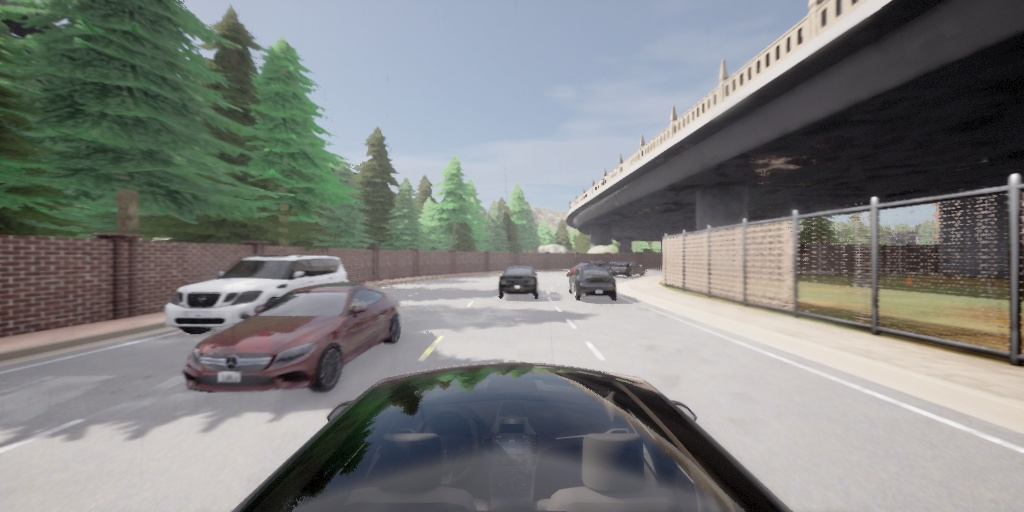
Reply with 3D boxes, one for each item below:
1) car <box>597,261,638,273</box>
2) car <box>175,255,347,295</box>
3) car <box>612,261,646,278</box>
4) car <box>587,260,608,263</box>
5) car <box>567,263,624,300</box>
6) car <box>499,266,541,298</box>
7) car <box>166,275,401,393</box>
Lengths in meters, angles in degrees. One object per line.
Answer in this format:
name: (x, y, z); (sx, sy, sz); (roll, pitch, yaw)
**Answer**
car: (13.534, 1.343, 45.953); (5.357, 1.411, 2.033); (0, 0, -31)
car: (-7.028, 0.981, 10.853); (2.150, 2.045, 5.566); (0, 0, 1)
car: (11.412, 1.276, 35.027); (2.128, 1.511, 4.902); (0, 0, 42)
car: (7.620, 1.349, 35.911); (1.994, 1.385, 4.181); (0, 0, 39)
car: (3.873, 1.273, 17.689); (1.837, 1.490, 4.892); (0, 0, 4)
car: (0.459, 1.245, 18.598); (1.882, 1.535, 5.008); (0, 0, 5)
car: (-3.557, 1.281, 6.871); (1.812, 1.442, 4.674); (0, 0, 1)
